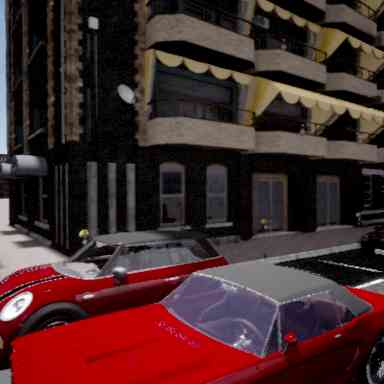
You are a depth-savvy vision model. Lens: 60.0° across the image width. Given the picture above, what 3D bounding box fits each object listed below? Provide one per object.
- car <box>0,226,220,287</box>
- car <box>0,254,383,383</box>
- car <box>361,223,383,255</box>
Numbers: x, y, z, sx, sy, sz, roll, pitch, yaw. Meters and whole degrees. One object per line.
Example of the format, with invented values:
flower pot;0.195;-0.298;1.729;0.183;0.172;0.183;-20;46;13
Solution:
car;-1.245;1.448;5.692;4.097;1.590;1.967;0;-1;-35
car;0.519;1.610;3.748;4.718;1.301;1.895;0;0;-36
car;8.003;1.619;12.280;4.313;1.339;1.947;0;-1;-35
